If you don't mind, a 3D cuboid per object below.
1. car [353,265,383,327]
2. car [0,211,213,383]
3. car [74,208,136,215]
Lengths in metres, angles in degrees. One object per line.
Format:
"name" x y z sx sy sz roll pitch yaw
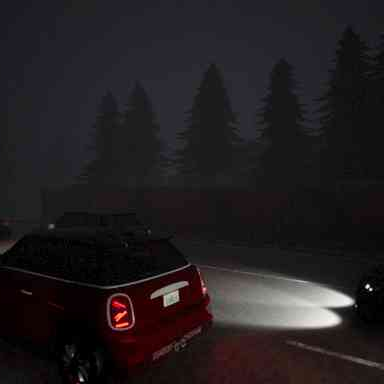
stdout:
"car" 4.726 1.564 4.917 4.181 1.385 1.994 0 0 36
"car" -1.989 1.352 5.404 4.553 1.767 2.097 0 0 35
"car" -3.408 1.352 10.716 4.553 1.767 2.097 0 0 35
